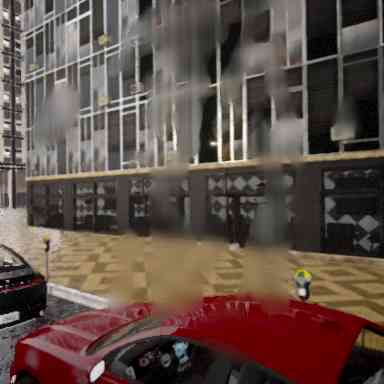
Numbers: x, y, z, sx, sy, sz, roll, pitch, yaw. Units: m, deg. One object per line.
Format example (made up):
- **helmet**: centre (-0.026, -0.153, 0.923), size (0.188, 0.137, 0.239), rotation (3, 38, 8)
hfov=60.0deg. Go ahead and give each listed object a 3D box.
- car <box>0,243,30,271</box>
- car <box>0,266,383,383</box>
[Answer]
- **car**: centre (-4.334, 1.524, 5.942), size (4.403, 1.369, 2.008), rotation (0, -1, 36)
- **car**: centre (0.304, 1.540, 2.634), size (4.507, 1.381, 1.887), rotation (0, -1, 36)
